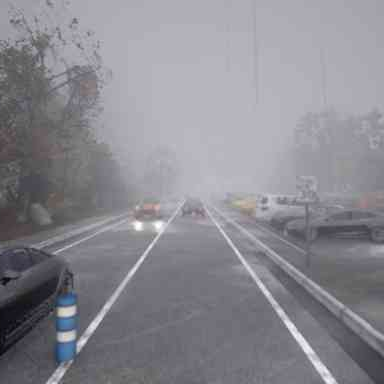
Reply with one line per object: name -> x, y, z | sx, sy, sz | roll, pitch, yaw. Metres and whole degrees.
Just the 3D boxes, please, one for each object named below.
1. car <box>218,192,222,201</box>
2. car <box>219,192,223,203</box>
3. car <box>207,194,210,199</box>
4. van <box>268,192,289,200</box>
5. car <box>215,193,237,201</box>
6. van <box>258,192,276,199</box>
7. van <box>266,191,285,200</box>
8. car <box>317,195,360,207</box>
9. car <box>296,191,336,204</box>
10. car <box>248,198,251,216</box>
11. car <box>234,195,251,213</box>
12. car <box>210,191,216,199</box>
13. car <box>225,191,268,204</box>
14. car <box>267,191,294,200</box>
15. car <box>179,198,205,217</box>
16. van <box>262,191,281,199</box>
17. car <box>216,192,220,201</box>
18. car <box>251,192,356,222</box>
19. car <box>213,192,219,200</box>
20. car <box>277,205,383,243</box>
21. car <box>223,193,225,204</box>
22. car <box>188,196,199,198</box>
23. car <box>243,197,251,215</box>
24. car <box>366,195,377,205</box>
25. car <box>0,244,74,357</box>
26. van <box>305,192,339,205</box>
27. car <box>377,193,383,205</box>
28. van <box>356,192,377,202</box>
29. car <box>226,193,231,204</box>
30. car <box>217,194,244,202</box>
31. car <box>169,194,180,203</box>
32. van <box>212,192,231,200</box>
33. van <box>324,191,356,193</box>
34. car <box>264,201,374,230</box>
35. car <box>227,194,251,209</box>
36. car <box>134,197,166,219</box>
car -> 7.090, 1.207, 54.406 | 4.792, 1.488, 2.163 | 0, 0, 0
car -> 7.067, 1.215, 51.630 | 4.792, 1.488, 2.163 | 0, 0, 0
car -> 7.399, 0.844, 84.942 | 5.566, 2.045, 2.435 | 0, 0, 0
van -> 20.521, 0.878, 79.268 | 4.442, 1.987, 1.878 | 0, 0, 0
car -> 7.225, 1.007, 71.062 | 4.553, 1.767, 2.185 | 0, 0, 0
van -> 20.378, 0.920, 90.209 | 4.442, 1.987, 1.878 | 0, -1, 0
van -> 20.543, 0.871, 81.913 | 4.442, 1.987, 1.878 | 0, 0, 0
car -> 20.134, 1.193, 45.903 | 5.008, 1.535, 2.097 | 0, 0, 0
car -> 20.170, 0.920, 54.212 | 5.566, 2.045, 2.435 | 0, 0, 0
car -> 7.053, 1.390, 23.879 | 5.366, 1.575, 1.946 | 0, 1, 0
car -> 6.728, 1.327, 29.433 | 5.366, 1.575, 1.946 | 0, 1, 0
car -> 7.048, 1.137, 68.287 | 5.366, 1.575, 1.946 | 0, 0, 0
car -> 7.059, 1.084, 43.303 | 4.553, 1.767, 2.185 | 0, 0, 0
car -> 20.353, 0.860, 76.498 | 5.566, 2.045, 2.435 | 0, 0, 0
car -> 0.115, 1.412, 28.678 | 1.895, 1.301, 4.718 | 0, 0, 0
van -> 20.334, 0.863, 84.818 | 4.442, 1.987, 1.878 | 0, 0, 0
car -> 7.113, 1.200, 57.182 | 4.792, 1.488, 2.163 | 0, 0, 0
car -> 6.873, 1.173, 21.101 | 5.566, 2.045, 2.435 | 0, 1, 0
car -> 6.980, 1.160, 59.960 | 5.366, 1.575, 1.946 | 0, 0, 0
car -> 6.769, 1.517, 15.553 | 4.792, 1.488, 2.163 | 0, 1, 0
car -> 7.080, 1.229, 46.077 | 4.792, 1.488, 2.163 | 0, 0, 0
car -> 0.167, 1.216, 45.008 | 2.128, 1.511, 4.902 | 0, 0, 0
car -> 6.896, 1.362, 26.656 | 4.892, 1.521, 2.231 | 0, 1, 0
car -> 19.987, 1.321, 32.062 | 4.792, 1.488, 2.163 | 0, 1, 0
car -> -3.348, 1.531, 4.972 | 1.994, 1.385, 4.181 | 0, 0, 0
van -> 20.058, 0.952, 51.443 | 4.442, 1.987, 1.878 | 0, 0, 0
car -> 20.021, 1.072, 29.289 | 5.566, 2.045, 2.435 | 0, 1, 0
van -> 20.156, 1.035, 34.952 | 4.442, 1.987, 1.878 | 0, 1, 0
car -> 6.999, 1.225, 40.525 | 4.892, 1.521, 2.231 | 0, 1, 0
car -> 7.194, 1.156, 62.734 | 4.892, 1.521, 2.231 | 0, 0, 0
car -> -3.142, 1.168, 60.586 | 1.837, 1.490, 4.892 | 0, 0, 1
van -> 7.231, 0.877, 82.167 | 4.442, 1.987, 1.878 | 0, 0, 0
van -> 19.998, 0.978, 43.117 | 4.442, 1.987, 1.878 | 0, 0, 0
car -> 6.827, 1.456, 18.328 | 5.008, 1.535, 2.097 | 0, 1, 0
car -> 6.774, 1.265, 35.106 | 5.366, 1.575, 1.946 | 0, 1, 0
car -> -3.275, 1.176, 26.566 | 2.097, 1.767, 4.553 | 0, 0, 1
